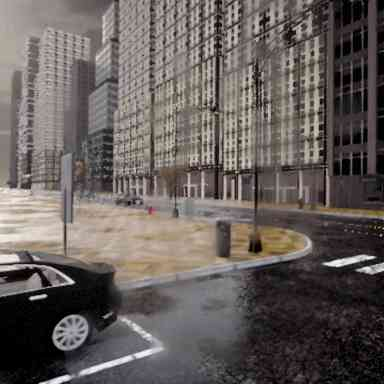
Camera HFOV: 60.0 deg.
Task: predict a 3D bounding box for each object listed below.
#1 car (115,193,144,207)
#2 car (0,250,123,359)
[{"bbox_3d":[-7.230,0.905,38.160,2.128,1.511,4.902,1,0,-35],"label":"car"},{"bbox_3d":[-3.131,1.550,4.475,4.403,1.369,2.008,0,1,-35],"label":"car"}]
